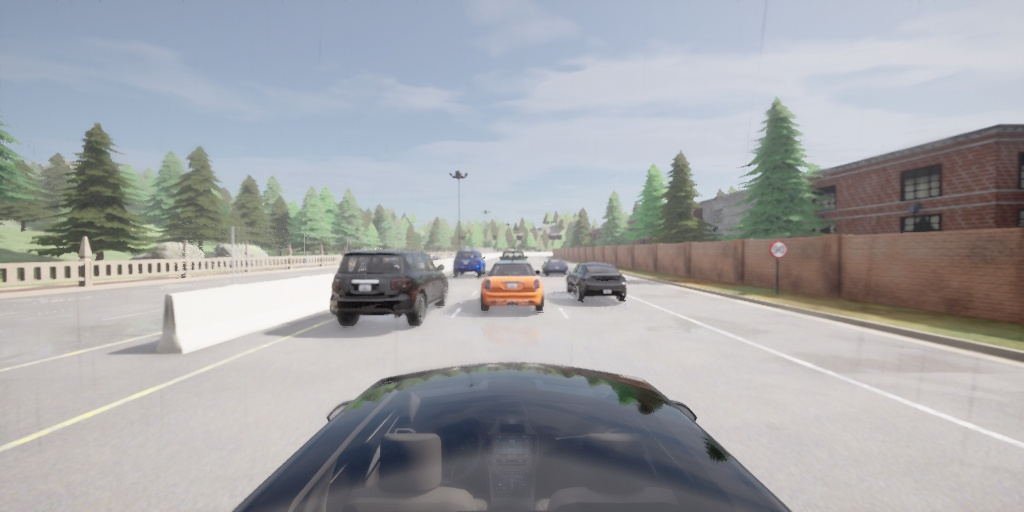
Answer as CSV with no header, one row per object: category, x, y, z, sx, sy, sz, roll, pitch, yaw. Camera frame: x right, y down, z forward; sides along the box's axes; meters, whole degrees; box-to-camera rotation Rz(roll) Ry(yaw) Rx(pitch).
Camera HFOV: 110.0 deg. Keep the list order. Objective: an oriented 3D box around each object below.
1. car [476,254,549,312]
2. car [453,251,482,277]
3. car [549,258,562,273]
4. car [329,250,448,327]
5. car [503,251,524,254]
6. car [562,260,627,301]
car,0.025,0.934,13.438,2.097,1.767,4.553,0,1,0
car,-3.387,0.594,29.223,2.150,2.045,5.566,0,1,0
car,3.626,0.885,30.567,1.994,1.385,4.181,0,1,1
car,-3.495,0.847,11.251,2.150,2.045,5.566,0,0,0
car,0.116,0.577,29.260,2.150,2.045,5.566,0,1,1
car,3.538,1.039,15.648,1.837,1.490,4.892,0,1,0
